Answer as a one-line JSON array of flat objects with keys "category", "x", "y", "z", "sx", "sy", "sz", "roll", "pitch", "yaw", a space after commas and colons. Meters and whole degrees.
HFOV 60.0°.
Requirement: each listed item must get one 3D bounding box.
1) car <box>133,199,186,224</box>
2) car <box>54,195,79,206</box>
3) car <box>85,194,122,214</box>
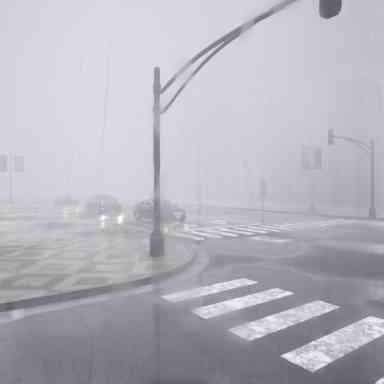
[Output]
[{"category": "car", "x": -2.272, "y": 1.243, "z": 22.351, "sx": 2.128, "sy": 1.511, "sz": 4.902, "roll": 0, "pitch": 1, "yaw": -36}, {"category": "car", "x": -15.262, "y": 1.033, "z": 40.411, "sx": 1.895, "sy": 1.301, "sz": 4.718, "roll": 0, "pitch": 1, "yaw": -36}, {"category": "car", "x": -8.093, "y": 0.963, "z": 30.436, "sx": 2.097, "sy": 1.767, "sz": 4.553, "roll": 0, "pitch": 1, "yaw": -36}]
